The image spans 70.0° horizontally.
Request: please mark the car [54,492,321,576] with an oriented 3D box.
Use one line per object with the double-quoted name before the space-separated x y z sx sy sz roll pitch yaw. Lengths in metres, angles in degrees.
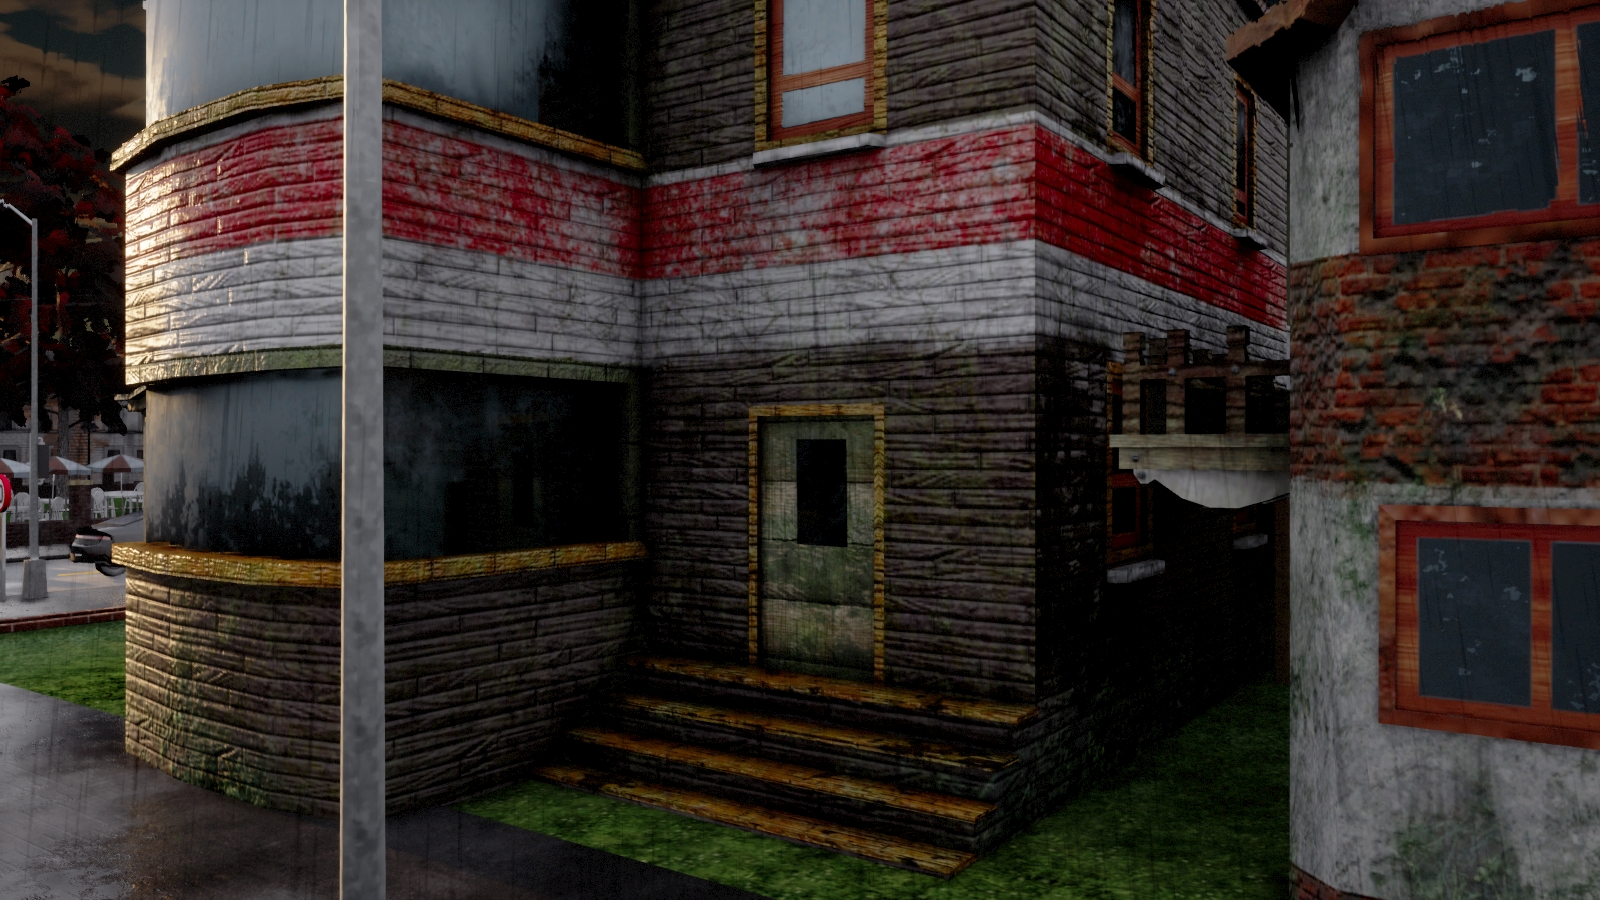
"car" -13.748 1.817 25.958 2.128 1.511 4.902 0 0 34
